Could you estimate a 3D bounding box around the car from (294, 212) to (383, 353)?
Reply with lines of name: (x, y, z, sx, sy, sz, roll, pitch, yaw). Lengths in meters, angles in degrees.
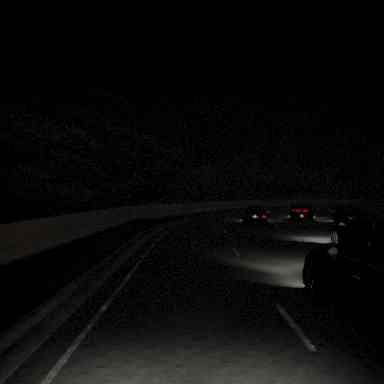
car: (3.581, 1.401, 5.787, 2.097, 1.767, 4.553, 0, -1, 0)

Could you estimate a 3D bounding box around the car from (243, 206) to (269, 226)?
car: (4.824, 1.760, 25.134, 2.033, 1.411, 5.357, 0, -1, 12)

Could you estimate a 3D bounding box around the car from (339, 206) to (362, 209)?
car: (11.928, 1.761, 25.105, 2.033, 1.411, 5.357, 0, -1, 14)

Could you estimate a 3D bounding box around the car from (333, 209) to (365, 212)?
car: (7.149, 1.616, 13.053, 1.837, 1.490, 4.892, 0, -1, 1)

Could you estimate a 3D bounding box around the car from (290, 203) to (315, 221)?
car: (9.922, 1.758, 29.912, 1.837, 1.490, 4.892, -1, -1, 19)
